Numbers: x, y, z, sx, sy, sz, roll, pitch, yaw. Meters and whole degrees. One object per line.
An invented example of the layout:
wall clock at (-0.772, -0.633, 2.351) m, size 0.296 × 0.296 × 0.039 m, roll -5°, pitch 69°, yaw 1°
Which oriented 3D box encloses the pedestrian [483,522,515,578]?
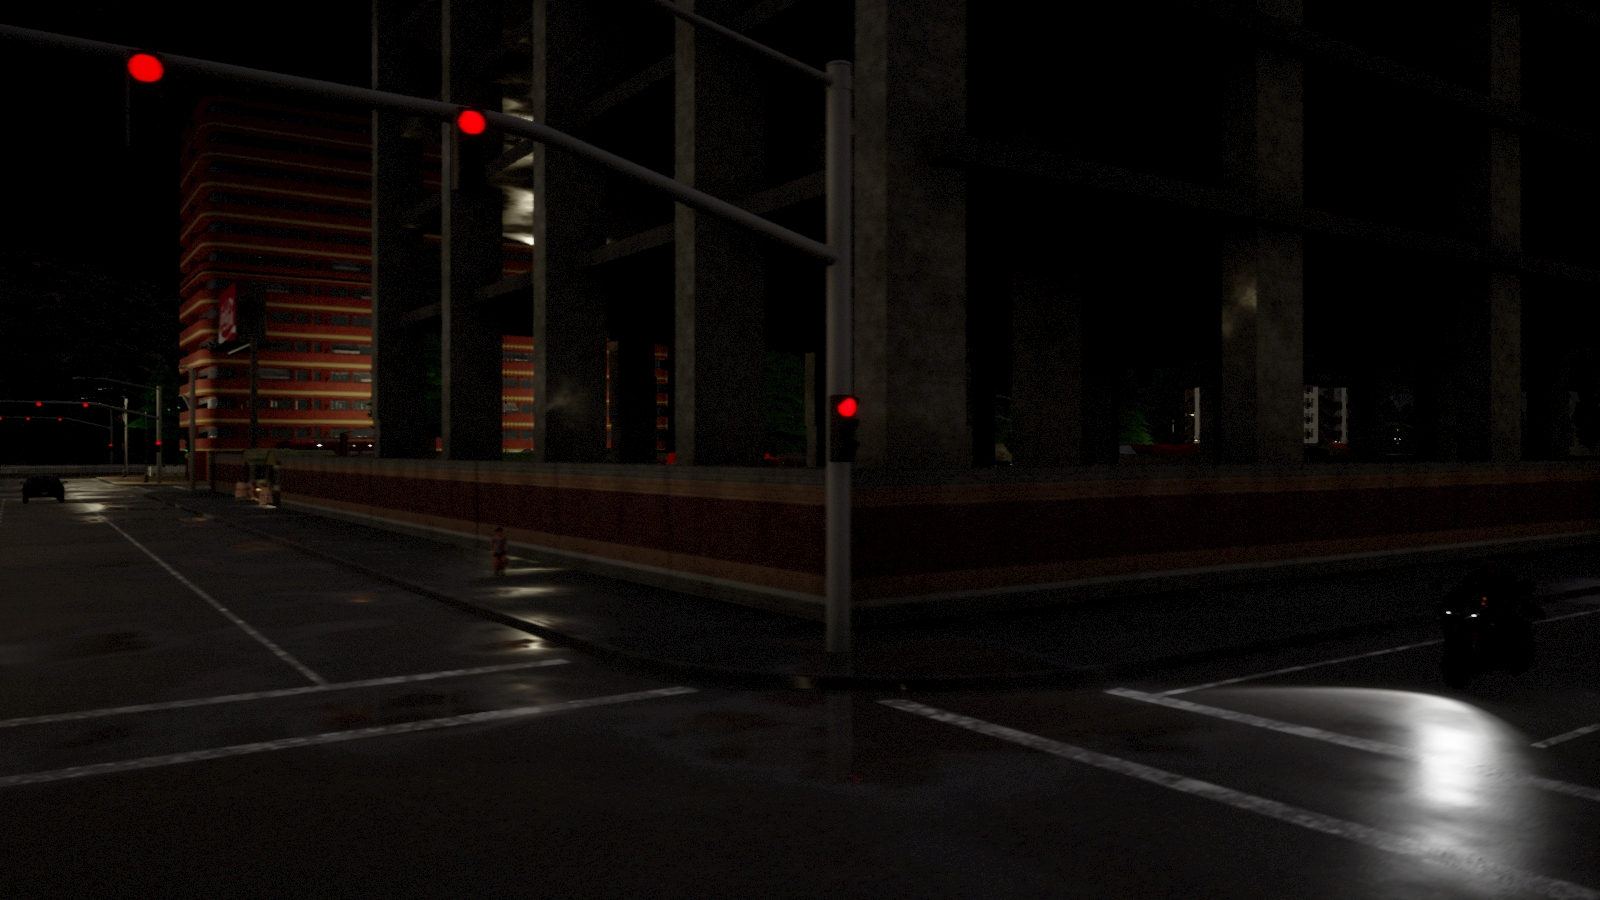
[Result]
pedestrian at (-6.256, 2.078, 23.757) m, size 0.500 × 1.100 × 0.500 m, roll 0°, pitch 0°, yaw -34°
